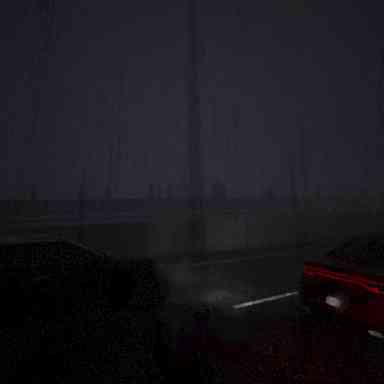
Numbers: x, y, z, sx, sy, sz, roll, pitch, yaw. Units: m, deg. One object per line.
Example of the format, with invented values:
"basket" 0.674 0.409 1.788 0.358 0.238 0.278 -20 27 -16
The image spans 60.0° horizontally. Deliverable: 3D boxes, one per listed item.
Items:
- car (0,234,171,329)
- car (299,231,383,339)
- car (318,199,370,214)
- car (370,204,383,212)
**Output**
"car" -2.606 1.504 6.026 4.674 1.442 1.812 0 0 -34
"car" 4.216 1.469 6.183 5.008 1.535 1.882 0 0 -31
"car" 13.782 1.428 30.008 5.008 1.535 1.882 0 0 -19
"car" 17.742 1.469 27.665 4.892 1.490 1.837 0 0 -17
